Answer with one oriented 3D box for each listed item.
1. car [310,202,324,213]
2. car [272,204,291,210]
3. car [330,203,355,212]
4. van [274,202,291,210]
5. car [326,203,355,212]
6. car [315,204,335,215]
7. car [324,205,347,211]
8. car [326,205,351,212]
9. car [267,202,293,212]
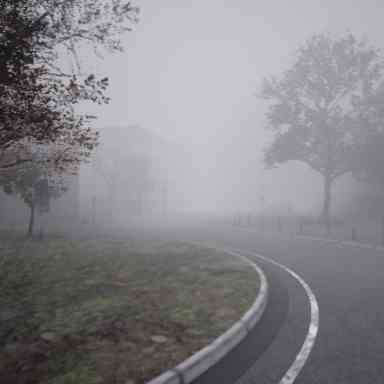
[{"bbox_3d":[25.209,3.088,65.718,2.150,2.045,5.566,0,-2,16],"label":"car"},{"bbox_3d":[24.061,4.058,89.172,4.792,1.488,2.163,0,-2,16],"label":"car"},{"bbox_3d":[30.563,3.293,66.757,4.553,1.767,2.185,0,-1,16],"label":"car"},{"bbox_3d":[24.996,3.880,91.849,4.442,1.987,1.878,0,-2,16],"label":"van"},{"bbox_3d":[32.220,3.342,72.296,5.566,2.045,2.435,0,-2,16],"label":"car"},{"bbox_3d":[22.318,3.174,55.779,1.895,1.301,4.718,0,-2,17],"label":"car"},{"bbox_3d":[34.583,3.829,80.290,4.892,1.521,2.231,0,-2,16],"label":"car"},{"bbox_3d":[33.011,3.671,74.869,4.892,1.521,2.231,0,-2,16],"label":"car"},{"bbox_3d":[19.300,3.302,72.914,5.566,2.045,2.435,0,-2,16],"label":"car"}]
